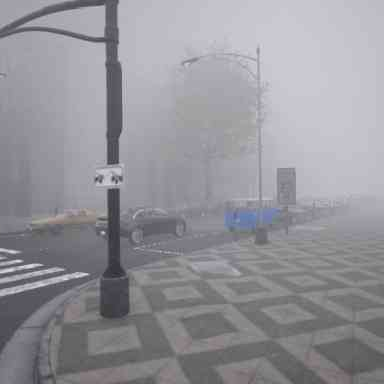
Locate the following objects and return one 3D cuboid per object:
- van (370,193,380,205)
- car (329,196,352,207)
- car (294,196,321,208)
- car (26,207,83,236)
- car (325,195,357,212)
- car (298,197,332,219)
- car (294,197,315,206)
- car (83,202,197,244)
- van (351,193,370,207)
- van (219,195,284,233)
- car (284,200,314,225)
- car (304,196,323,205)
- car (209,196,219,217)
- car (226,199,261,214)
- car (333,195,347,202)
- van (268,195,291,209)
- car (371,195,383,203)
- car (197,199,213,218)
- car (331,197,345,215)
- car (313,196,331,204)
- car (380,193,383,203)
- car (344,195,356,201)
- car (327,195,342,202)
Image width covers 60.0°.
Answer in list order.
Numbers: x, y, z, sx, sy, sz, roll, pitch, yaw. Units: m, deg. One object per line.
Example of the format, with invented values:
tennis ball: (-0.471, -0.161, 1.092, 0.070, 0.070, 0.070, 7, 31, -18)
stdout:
van: (28.672, 1.102, 53.545, 1.690, 1.788, 3.998, -1, -1, 36)
car: (21.789, 1.375, 48.705, 2.033, 1.411, 5.357, -1, -1, 36)
car: (15.947, 1.386, 45.724, 2.128, 1.511, 4.902, -1, -1, 36)
car: (-6.795, 1.564, 18.855, 1.752, 1.417, 4.829, -1, 0, 36)
car: (16.028, 1.363, 35.967, 2.008, 1.369, 4.403, -1, 0, 36)
car: (9.704, 1.385, 27.179, 1.887, 1.381, 4.507, -1, 0, 36)
car: (18.024, 1.492, 53.335, 1.947, 1.339, 4.313, -1, 0, 36)
car: (-2.179, 1.429, 15.401, 2.128, 1.511, 4.902, -1, -1, 36)
van: (22.348, 1.127, 44.756, 1.690, 1.788, 3.998, -1, 0, 36)
van: (3.378, 1.212, 18.393, 1.690, 1.788, 3.998, -1, 0, 36)
car: (6.542, 1.422, 22.785, 1.947, 1.339, 4.313, -1, 0, 36)
car: (21.014, 1.440, 57.491, 1.752, 1.417, 4.829, -1, 0, 36)
car: (2.575, 1.307, 31.872, 2.192, 1.841, 5.009, -1, 0, 36)
car: (5.668, 1.529, 36.163, 2.008, 1.369, 4.403, -1, 0, 36)
car: (33.149, 1.415, 74.353, 1.887, 1.381, 4.507, -1, -1, 36)
van: (11.843, 1.292, 44.751, 1.690, 1.788, 3.998, -1, 0, 36)
car: (34.999, 1.304, 62.331, 1.947, 1.339, 4.313, -1, -1, 36)
car: (-0.511, 1.552, 27.577, 1.887, 1.381, 4.507, -1, 0, 36)
car: (12.866, 1.408, 31.574, 1.802, 1.307, 4.206, -1, 0, 36)
car: (24.203, 1.453, 61.921, 2.008, 1.369, 4.403, -1, -1, 36)
car: (31.936, 1.274, 58.075, 1.752, 1.417, 4.829, -1, -1, 36)
car: (39.509, 1.400, 83.192, 2.008, 1.369, 4.403, -1, -1, 36)
car: (29.969, 1.432, 69.935, 2.008, 1.369, 4.403, -1, -1, 36)
